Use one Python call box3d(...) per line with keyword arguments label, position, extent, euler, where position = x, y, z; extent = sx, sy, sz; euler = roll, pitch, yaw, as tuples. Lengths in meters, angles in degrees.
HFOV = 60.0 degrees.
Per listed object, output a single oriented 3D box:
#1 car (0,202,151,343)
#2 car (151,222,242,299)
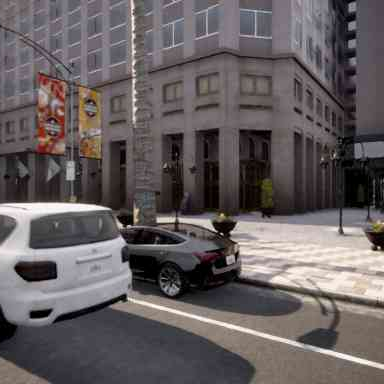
box3d(label="car", position=(-3.658, 1.223, 6.600), extent=(5.566, 2.045, 2.150), euler=(0, 0, 35))
box3d(label="car", position=(-1.076, 1.513, 8.554), extent=(4.786, 1.482, 2.161), euler=(0, 0, 35))
